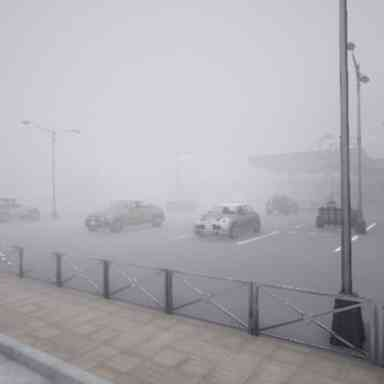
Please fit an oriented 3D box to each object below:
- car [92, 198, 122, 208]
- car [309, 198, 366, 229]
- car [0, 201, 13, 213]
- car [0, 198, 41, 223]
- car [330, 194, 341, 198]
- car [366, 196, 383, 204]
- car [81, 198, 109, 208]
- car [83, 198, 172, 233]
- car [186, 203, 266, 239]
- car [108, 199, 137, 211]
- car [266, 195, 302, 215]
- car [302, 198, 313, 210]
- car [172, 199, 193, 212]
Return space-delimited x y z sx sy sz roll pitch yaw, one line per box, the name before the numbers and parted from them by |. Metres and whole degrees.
car | -14.841 1.892 58.236 2.152 1.636 5.027 -1 0 34
car | 8.754 1.349 19.720 2.007 1.523 4.514 -1 0 34
car | -25.511 1.958 42.919 1.970 1.475 3.806 -1 0 34
car | -14.284 1.421 26.567 1.905 1.878 3.866 -1 0 34
car | 15.842 1.164 36.537 1.905 1.878 3.866 -1 0 34
car | 35.513 1.541 64.275 4.611 1.667 2.242 -1 0 34
car | -17.458 1.941 59.965 2.007 1.523 4.514 -1 0 34
car | -3.729 1.336 19.336 2.152 1.636 5.027 -1 0 34
car | 1.748 1.334 15.975 1.970 1.475 3.806 -1 0 34
car | -9.406 1.736 45.210 1.845 1.501 3.633 -1 0 34
car | 8.684 1.231 31.903 1.932 1.855 4.605 -1 0 34
car | 13.448 1.490 38.918 1.970 1.475 3.806 -1 0 34
car | -1.187 1.588 39.528 2.007 1.523 4.514 -1 0 34
